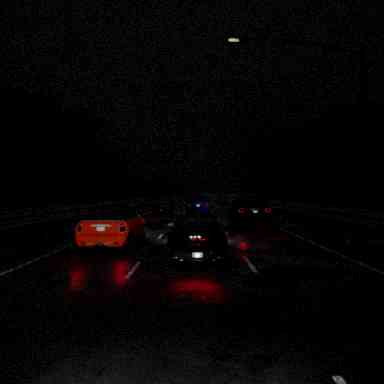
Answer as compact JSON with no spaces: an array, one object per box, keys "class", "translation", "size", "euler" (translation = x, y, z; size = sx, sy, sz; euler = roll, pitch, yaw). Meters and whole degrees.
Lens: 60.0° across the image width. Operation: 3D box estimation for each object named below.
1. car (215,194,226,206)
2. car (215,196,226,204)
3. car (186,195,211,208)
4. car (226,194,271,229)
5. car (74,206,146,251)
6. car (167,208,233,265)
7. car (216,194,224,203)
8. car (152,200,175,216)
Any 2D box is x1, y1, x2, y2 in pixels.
[{"class":"car","translation":[5.209,1.551,57.850],"size":[2.097,1.767,4.553],"euler":[0,0,3]},{"class":"car","translation":[5.970,1.636,69.722],"size":[2.097,1.767,4.553],"euler":[0,0,4]},{"class":"car","translation":[0.608,1.272,31.288],"size":[2.150,2.045,5.566],"euler":[0,0,2]},{"class":"car","translation":[3.754,1.245,22.121],"size":[2.150,2.045,5.566],"euler":[0,0,1]},{"class":"car","translation":[-3.281,1.359,14.197],"size":[2.097,1.767,4.553],"euler":[0,0,1]},{"class":"car","translation":[0.183,1.511,11.702],"size":[1.837,1.490,4.892],"euler":[0,0,1]},{"class":"car","translation":[7.220,1.607,85.630],"size":[2.150,2.045,5.566],"euler":[0,0,5]},{"class":"car","translation":[-2.821,1.534,33.406],"size":[1.882,1.535,5.008],"euler":[0,0,2]}]
